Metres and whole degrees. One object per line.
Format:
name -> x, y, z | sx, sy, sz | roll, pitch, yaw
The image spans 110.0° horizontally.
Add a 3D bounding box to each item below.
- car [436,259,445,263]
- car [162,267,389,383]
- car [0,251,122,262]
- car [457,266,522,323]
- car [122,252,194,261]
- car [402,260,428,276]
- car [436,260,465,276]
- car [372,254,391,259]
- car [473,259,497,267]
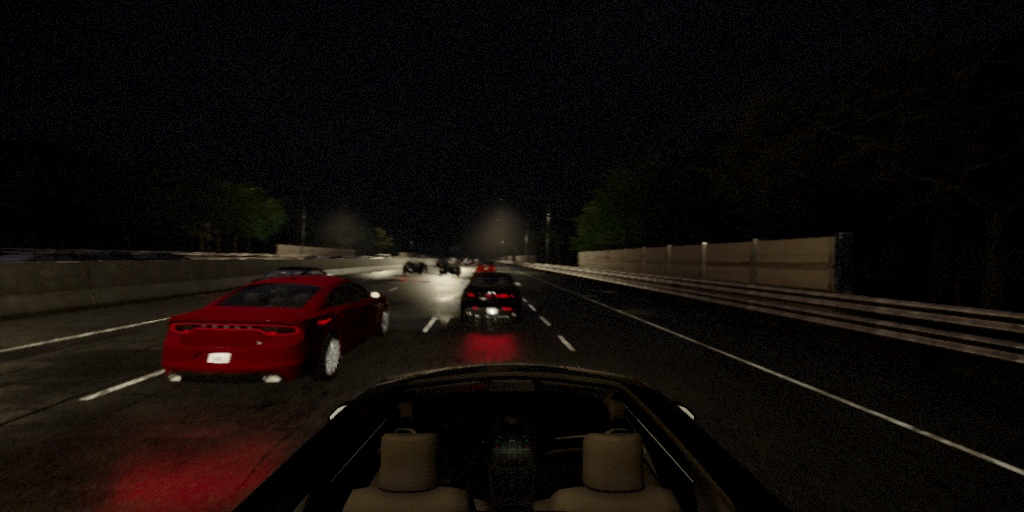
car -> -11.478, 1.283, 59.548 | 1.882, 1.535, 5.008 | 2, -1, -5
car -> -3.805, 1.115, 6.894 | 1.882, 1.535, 5.008 | 2, 0, -5
car -> -22.197, 0.560, 16.740 | 2.033, 1.411, 5.357 | 2, 0, -4
car -> -0.732, 1.291, 12.389 | 1.837, 1.490, 4.892 | 2, 0, -5
car -> -26.425, 0.475, 26.657 | 2.033, 1.411, 5.357 | 2, 0, -4
car -> -9.596, 1.120, 35.755 | 2.128, 1.511, 4.902 | 2, -1, -5
car -> -6.114, 1.361, 36.045 | 1.895, 1.301, 4.718 | 2, -1, -5
car -> -22.098, 0.681, 60.713 | 2.150, 2.045, 5.566 | 2, 0, -4
car -> -2.613, 1.243, 36.252 | 2.097, 1.767, 4.553 | 2, -1, -5
